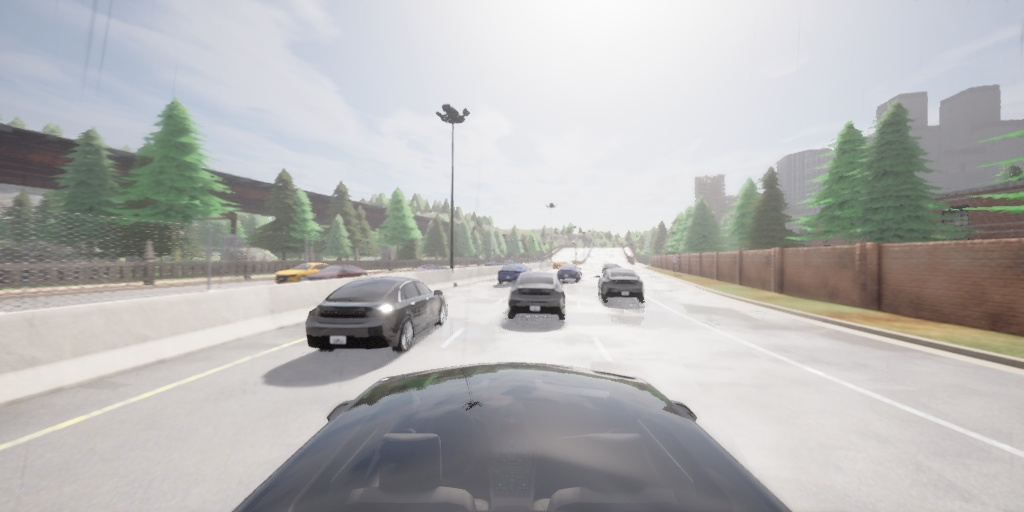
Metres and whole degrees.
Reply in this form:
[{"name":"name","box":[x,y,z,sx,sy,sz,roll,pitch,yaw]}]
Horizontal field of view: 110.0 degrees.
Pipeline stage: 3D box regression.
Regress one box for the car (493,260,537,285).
[{"name":"car","box":[0.346,1.337,27.375,1.882,1.535,5.008,0,0,14]}]

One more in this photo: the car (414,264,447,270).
[{"name":"car","box":[-6.688,1.372,29.149,2.033,1.411,5.357,0,0,15]}]

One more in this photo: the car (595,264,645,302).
[{"name":"car","box":[5.266,1.354,17.683,1.837,1.490,4.892,0,0,10]}]

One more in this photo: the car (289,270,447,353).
[{"name":"car","box":[-2.981,1.268,8.908,1.837,1.490,4.892,0,0,4]}]

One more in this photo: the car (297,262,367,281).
[{"name":"car","box":[-11.531,1.299,23.862,1.812,1.442,4.674,0,0,13]}]

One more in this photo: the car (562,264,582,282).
[{"name":"car","box":[4.991,1.429,31.205,1.812,1.442,4.674,0,0,15]}]

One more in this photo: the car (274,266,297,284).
[{"name":"car","box":[-14.627,1.241,26.022,1.882,1.535,5.008,0,0,13]}]

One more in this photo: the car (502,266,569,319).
[{"name":"car","box":[0.979,1.306,13.088,1.837,1.490,4.892,0,0,7]}]

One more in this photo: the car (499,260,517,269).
[{"name":"car","box":[-0.621,1.496,63.678,1.882,1.535,5.008,0,0,16]}]
